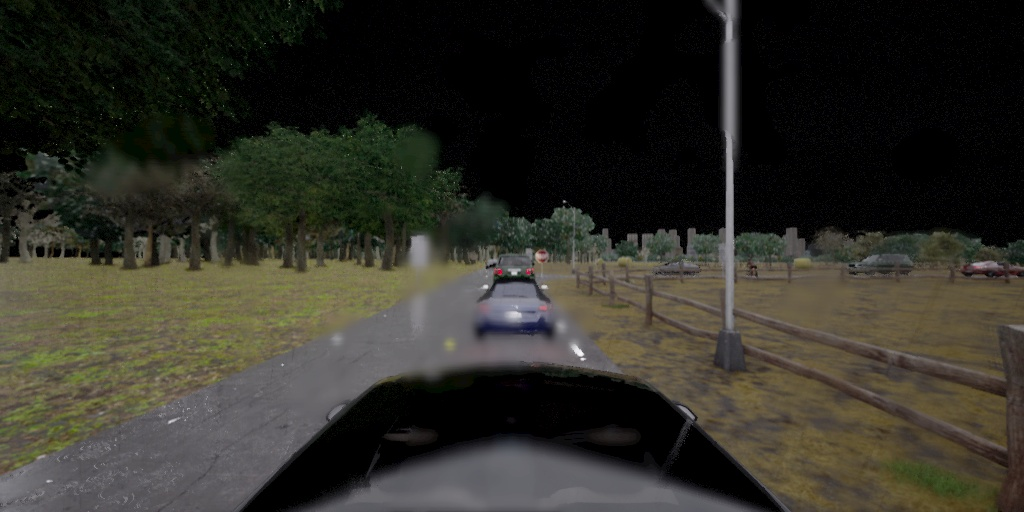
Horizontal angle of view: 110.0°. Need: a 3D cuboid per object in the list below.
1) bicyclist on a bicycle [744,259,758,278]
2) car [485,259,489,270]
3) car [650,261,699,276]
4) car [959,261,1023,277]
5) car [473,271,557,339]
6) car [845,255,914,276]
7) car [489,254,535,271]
[{"bbox_3d":[19.931,1.070,29.905,0.582,1.620,1.656,0,0,0],"label":"bicyclist on a bicycle"},{"bbox_3d":[-2.802,1.185,52.058,1.837,1.490,4.892,0,0,0],"label":"car"},{"bbox_3d":[16.218,1.256,35.881,4.674,1.442,1.812,0,-2,0],"label":"car"},{"bbox_3d":[44.254,1.224,33.033,4.674,1.442,1.812,0,-2,0],"label":"car"},{"bbox_3d":[0.094,1.285,9.943,1.994,1.385,4.181,0,0,1],"label":"car"},{"bbox_3d":[36.716,0.978,35.916,5.566,2.045,2.150,0,-2,0],"label":"car"},{"bbox_3d":[0.113,0.917,19.955,2.150,2.045,5.566,0,0,0],"label":"car"}]
